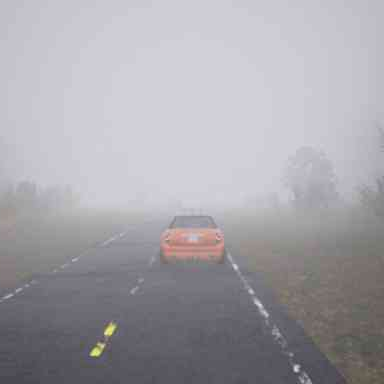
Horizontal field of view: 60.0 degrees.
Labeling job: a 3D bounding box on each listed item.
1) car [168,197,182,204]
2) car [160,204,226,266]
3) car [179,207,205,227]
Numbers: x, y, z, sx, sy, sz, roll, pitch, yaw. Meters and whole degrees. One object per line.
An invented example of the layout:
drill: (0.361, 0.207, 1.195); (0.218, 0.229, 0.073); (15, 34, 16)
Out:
car: (-2.796, 1.887, 55.491); (2.150, 2.045, 5.566); (0, -1, 0)
car: (0.049, 1.496, 12.309); (2.097, 1.767, 4.553); (0, -1, 1)
car: (0.047, 1.917, 26.754); (1.895, 1.301, 4.718); (0, -1, 1)
